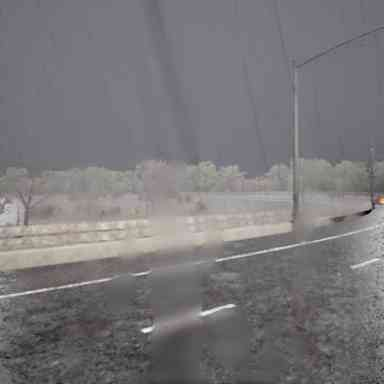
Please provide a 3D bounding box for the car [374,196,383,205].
[{"bbox_3d":[36.992,1.572,64.604,2.097,1.767,4.553,0,0,15],"label":"car"}]
